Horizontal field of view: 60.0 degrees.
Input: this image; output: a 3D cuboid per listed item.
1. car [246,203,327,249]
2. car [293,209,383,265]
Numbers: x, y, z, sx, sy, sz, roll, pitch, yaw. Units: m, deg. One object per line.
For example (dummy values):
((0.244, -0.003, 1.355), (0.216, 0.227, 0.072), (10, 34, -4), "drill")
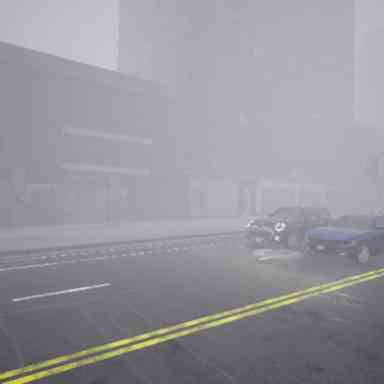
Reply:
((4.547, 1.386, 14.918), (4.553, 1.767, 2.097), (0, 0, -35), "car")
((6.138, 1.509, 12.060), (5.008, 1.535, 1.882), (0, 0, -35), "car")
